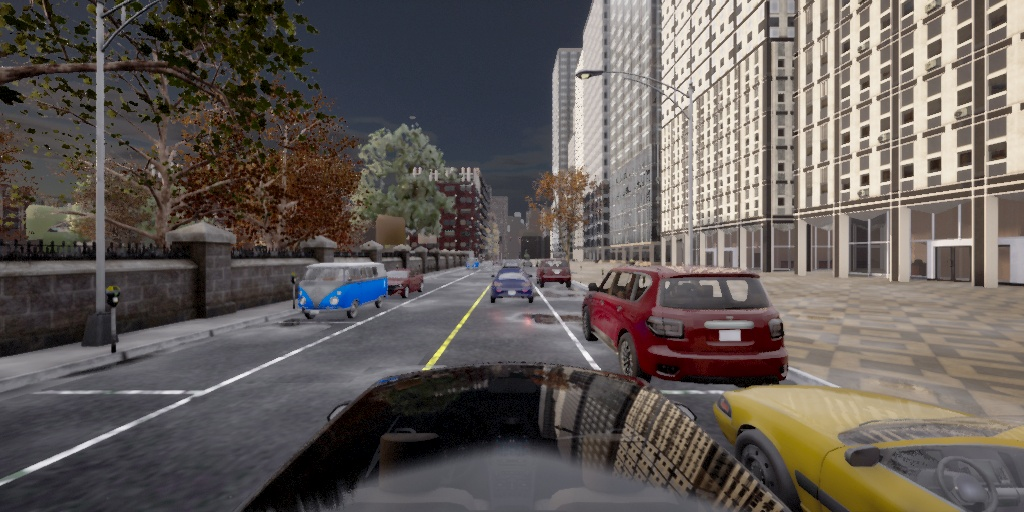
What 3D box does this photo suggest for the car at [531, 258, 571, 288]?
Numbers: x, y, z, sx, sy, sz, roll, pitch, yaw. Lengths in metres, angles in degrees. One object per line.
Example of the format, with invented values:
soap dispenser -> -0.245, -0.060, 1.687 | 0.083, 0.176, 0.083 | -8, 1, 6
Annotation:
car -> 2.688, 1.071, 23.705 | 2.192, 1.841, 5.009 | 0, 0, 0

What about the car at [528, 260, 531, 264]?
car -> 2.688, 1.374, 63.128 | 1.948, 1.339, 4.313 | 0, 0, 0

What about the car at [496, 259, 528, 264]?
car -> 0.000, 1.260, 31.501 | 2.128, 1.511, 4.902 | 0, 0, 0

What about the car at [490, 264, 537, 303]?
car -> 0.000, 1.286, 16.501 | 1.812, 1.442, 4.674 | 0, 0, 0

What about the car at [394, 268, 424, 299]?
car -> -5.691, 1.298, 18.072 | 1.888, 1.381, 4.507 | 0, 0, 0

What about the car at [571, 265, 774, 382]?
car -> 2.689, 1.064, 6.808 | 2.192, 1.841, 5.009 | 0, 0, 0

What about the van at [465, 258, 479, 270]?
van -> -5.691, 1.130, 51.862 | 1.690, 1.789, 3.998 | 0, 0, 0

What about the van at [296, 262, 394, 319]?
van -> -5.692, 1.092, 12.440 | 1.690, 1.789, 3.998 | 0, 0, 0

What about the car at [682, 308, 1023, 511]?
car -> 2.689, 1.275, 1.345 | 1.751, 1.417, 4.829 | 0, 0, 0
